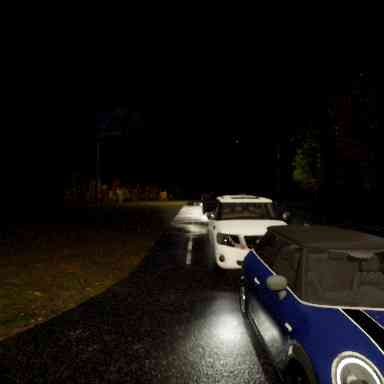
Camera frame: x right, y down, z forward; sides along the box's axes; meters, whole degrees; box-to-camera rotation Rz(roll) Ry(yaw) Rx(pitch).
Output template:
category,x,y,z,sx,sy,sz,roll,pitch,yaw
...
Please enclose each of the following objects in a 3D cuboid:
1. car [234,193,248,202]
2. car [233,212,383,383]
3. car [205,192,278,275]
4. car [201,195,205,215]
category,x,y,z,sx,sy,sz,roll,pitch,yaw
car,9.345,1.014,63.548,2.097,1.767,4.553,0,0,1
car,1.932,1.337,4.208,2.097,1.767,4.553,0,0,-1
car,1.654,1.159,10.551,2.150,2.045,5.566,0,0,1
car,1.924,1.306,31.883,1.882,1.535,5.008,0,0,1
